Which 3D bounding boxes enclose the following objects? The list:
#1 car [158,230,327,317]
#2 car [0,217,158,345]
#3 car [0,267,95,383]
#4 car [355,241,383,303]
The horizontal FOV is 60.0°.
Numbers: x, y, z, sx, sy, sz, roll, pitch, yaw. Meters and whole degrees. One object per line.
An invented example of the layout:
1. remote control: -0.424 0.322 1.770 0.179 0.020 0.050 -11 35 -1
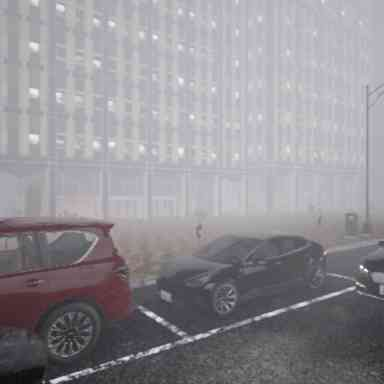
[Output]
1. car: 1.290 1.575 7.483 4.313 1.339 1.947 0 0 -36
2. car: -3.206 1.315 4.275 5.009 1.841 2.192 0 0 -36
3. car: -3.083 1.503 1.178 4.892 1.490 1.837 0 0 -35
4. car: 5.507 1.506 7.301 4.902 1.511 2.128 0 0 -35
